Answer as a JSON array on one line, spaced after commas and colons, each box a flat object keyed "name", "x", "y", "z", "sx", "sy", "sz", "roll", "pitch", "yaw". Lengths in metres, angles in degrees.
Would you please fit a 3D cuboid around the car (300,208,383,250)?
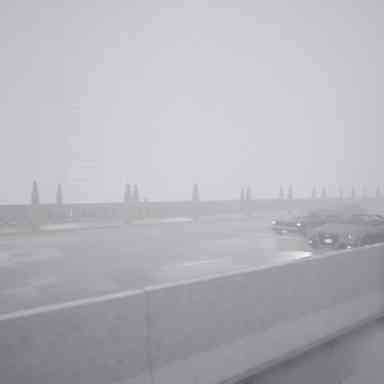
[{"name": "car", "x": 6.410, "y": 1.527, "z": 12.864, "sx": 4.181, "sy": 1.385, "sz": 1.994, "roll": 0, "pitch": 0, "yaw": -35}]

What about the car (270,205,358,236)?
[{"name": "car", "x": 6.187, "y": 1.558, "z": 17.005, "sx": 4.718, "sy": 1.301, "sz": 1.895, "roll": 0, "pitch": 0, "yaw": -36}]

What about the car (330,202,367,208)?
[{"name": "car", "x": 11.221, "y": 1.479, "z": 24.896, "sx": 5.357, "sy": 1.411, "sz": 2.033, "roll": 0, "pitch": 0, "yaw": -35}]
